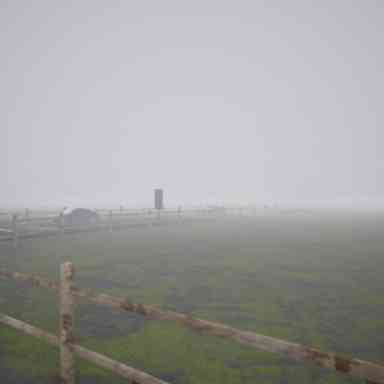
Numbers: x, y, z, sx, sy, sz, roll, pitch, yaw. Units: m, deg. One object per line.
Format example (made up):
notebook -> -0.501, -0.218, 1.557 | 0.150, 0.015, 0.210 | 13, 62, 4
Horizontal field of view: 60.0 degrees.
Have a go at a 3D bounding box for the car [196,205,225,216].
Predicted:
car -> 2.725, 2.551, 46.953 | 2.033, 1.411, 5.357 | -1, -2, 36

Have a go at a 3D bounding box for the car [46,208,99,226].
car -> -10.218, 2.097, 28.858 | 1.812, 1.442, 4.674 | -1, -2, 36
